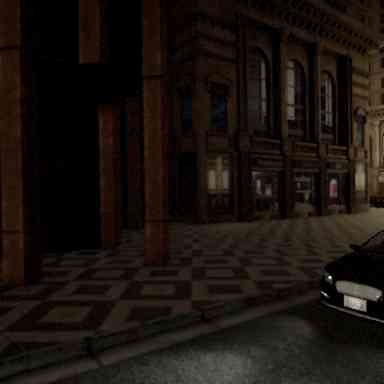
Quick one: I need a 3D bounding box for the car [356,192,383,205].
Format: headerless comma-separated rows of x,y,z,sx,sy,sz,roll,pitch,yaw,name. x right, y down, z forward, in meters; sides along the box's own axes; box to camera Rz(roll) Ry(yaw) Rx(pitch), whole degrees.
28.045,1.013,50.824,2.192,1.841,5.009,-1,1,-35,car

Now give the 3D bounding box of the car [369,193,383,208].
24.228,1.307,41.457,1.967,1.590,4.097,-1,1,-35,car

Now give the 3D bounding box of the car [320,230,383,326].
4.532,1.460,6.607,4.902,1.511,2.128,0,0,-35,car
